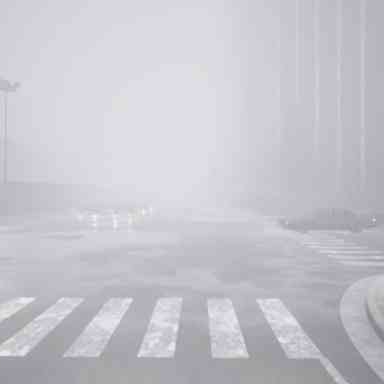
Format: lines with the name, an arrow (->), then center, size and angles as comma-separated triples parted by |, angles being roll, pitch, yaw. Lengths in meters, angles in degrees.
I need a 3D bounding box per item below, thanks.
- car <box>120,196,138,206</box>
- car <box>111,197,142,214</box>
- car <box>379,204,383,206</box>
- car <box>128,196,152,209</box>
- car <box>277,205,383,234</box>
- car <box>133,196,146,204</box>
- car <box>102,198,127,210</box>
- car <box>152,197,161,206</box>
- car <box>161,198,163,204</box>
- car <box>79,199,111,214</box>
car -> -10.290, 1.468, 54.834 | 1.882, 1.535, 5.008 | 0, 0, 1
car -> -6.928, 1.520, 35.387 | 1.812, 1.442, 4.674 | 0, 0, 0
car -> 13.370, 1.557, 22.846 | 4.892, 1.490, 1.837 | 0, 0, 0
car -> -6.879, 1.518, 44.367 | 1.812, 1.442, 4.674 | 0, 0, 0
car -> 7.752, 1.600, 19.260 | 5.357, 1.411, 2.033 | 0, 0, -2
car -> -10.193, 1.515, 64.881 | 1.812, 1.442, 4.674 | 0, 0, 0
car -> -10.381, 1.540, 44.982 | 2.033, 1.411, 5.357 | 0, 0, 0
car -> -6.806, 1.482, 53.895 | 2.128, 1.511, 4.902 | 0, 0, 1
car -> -6.699, 1.553, 63.614 | 1.994, 1.385, 4.181 | 0, 0, 0
car -> -10.428, 1.520, 35.402 | 1.812, 1.442, 4.674 | 0, 0, 0
